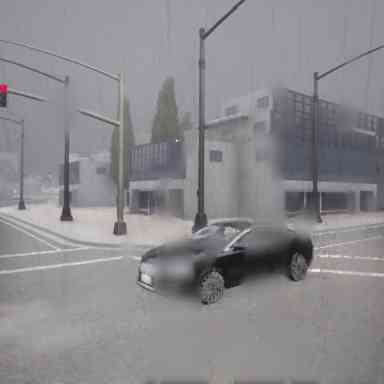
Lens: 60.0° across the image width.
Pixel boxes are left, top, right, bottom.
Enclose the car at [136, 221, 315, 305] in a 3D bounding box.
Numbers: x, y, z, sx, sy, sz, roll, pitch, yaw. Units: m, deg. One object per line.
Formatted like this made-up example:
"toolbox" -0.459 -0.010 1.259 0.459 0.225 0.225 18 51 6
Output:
"car" 1.034 1.501 8.201 4.902 1.511 2.128 0 0 -37
